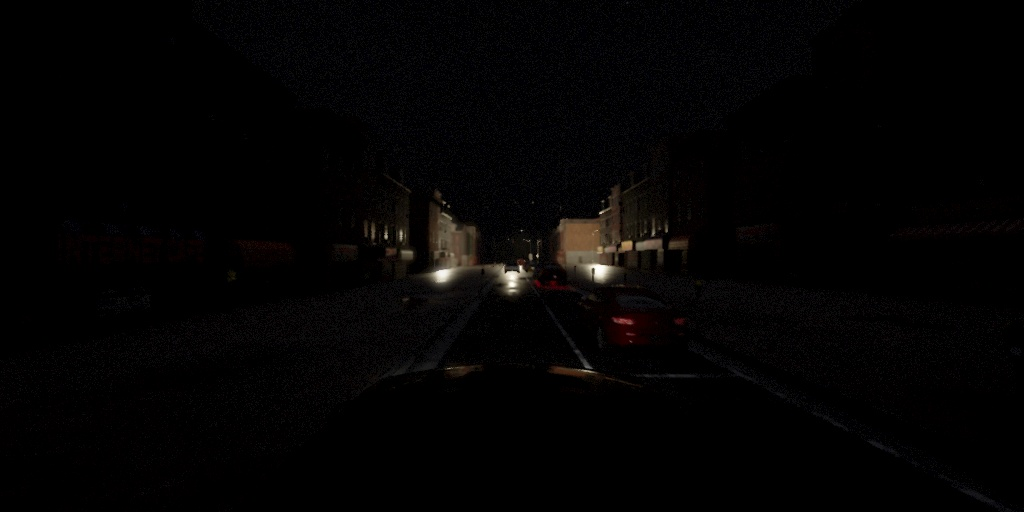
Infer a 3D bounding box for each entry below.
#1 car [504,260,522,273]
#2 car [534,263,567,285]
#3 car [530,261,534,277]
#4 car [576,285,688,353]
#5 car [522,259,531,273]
[{"bbox_3d":[0.011,1.552,46.084,1.895,1.301,4.718,0,0,0],"label":"car"},{"bbox_3d":[3.016,1.309,27.505,1.882,1.535,5.008,0,0,0],"label":"car"},{"bbox_3d":[3.025,1.390,34.505,1.812,1.442,4.674,0,0,0],"label":"car"},{"bbox_3d":[2.638,1.348,8.599,1.802,1.307,4.207,0,0,0],"label":"car"},{"bbox_3d":[2.639,1.456,47.035,1.751,1.417,4.829,0,0,0],"label":"car"}]
